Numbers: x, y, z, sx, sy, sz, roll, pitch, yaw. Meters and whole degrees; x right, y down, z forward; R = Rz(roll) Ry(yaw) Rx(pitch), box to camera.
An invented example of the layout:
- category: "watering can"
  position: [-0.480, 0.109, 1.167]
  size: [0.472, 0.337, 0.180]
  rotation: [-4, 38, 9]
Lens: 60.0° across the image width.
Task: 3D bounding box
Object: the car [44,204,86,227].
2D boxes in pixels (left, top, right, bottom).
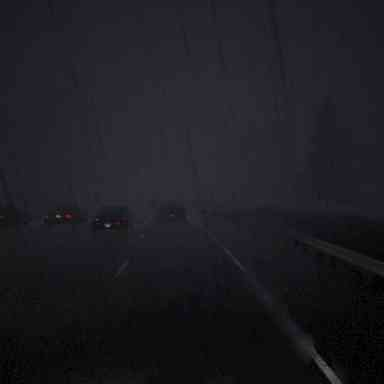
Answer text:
- category: "car"
  position: [-8.300, 1.514, 22.379]
  size: [2.033, 1.411, 5.357]
  rotation: [0, 0, -7]

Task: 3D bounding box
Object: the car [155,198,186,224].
- category: "car"
  position: [-1.547, 1.433, 24.493]
  size: [1.882, 1.535, 5.008]
  rotation: [0, 0, -7]

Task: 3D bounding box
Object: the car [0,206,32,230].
- category: "car"
  position: [-11.679, 1.537, 20.790]
  size: [1.994, 1.385, 4.181]
  rotation: [0, 0, -6]

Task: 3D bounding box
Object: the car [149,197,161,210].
- category: "car"
  position: [-4.337, 1.404, 41.664]
  size: [1.882, 1.535, 5.008]
  rotation: [0, 0, -12]

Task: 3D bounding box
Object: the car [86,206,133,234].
- category: "car"
  position: [-4.454, 1.495, 18.982]
  size: [1.812, 1.442, 4.674]
  rotation: [0, 0, -5]
